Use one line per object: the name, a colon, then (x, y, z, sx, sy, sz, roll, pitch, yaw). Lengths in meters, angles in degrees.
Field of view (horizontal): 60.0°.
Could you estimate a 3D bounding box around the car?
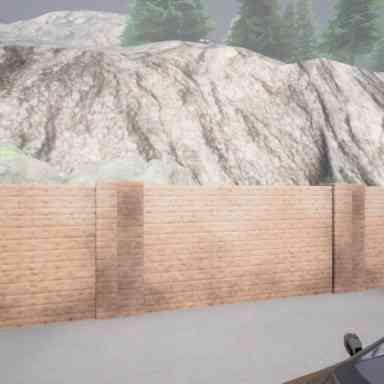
car: (2.207, 1.492, 1.887, 4.902, 1.511, 2.128, 0, 0, -18)
